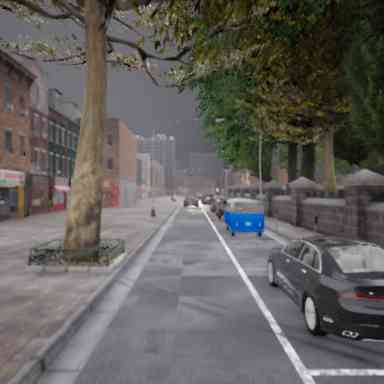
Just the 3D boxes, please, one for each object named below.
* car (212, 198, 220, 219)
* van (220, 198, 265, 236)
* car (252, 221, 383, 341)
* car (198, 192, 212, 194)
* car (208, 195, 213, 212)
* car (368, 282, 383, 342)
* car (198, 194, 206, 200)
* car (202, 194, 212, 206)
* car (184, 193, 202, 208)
[{"bbox_3d":[2.964,1.360,27.573,1.837,1.490,4.892,0,0,0],"label":"car"},{"bbox_3d":[2.616,1.247,17.294,1.690,1.788,3.998,1,0,0],"label":"van"},{"bbox_3d":[2.637,1.513,6.396,2.008,1.369,4.403,1,0,0],"label":"car"},{"bbox_3d":[2.533,1.063,55.440,2.192,1.841,5.009,1,0,0],"label":"car"},{"bbox_3d":[2.953,1.350,34.574,1.812,1.442,4.674,0,0,0],"label":"car"},{"bbox_3d":[2.648,1.559,0.947,1.947,1.339,4.313,1,0,0],"label":"car"},{"bbox_3d":[2.473,1.229,81.871,1.887,1.381,4.507,1,0,0],"label":"car"},{"bbox_3d":[2.542,1.347,49.992,1.802,1.307,4.206,1,0,0],"label":"car"},{"bbox_3d":[-0.083,1.283,44.470,2.128,1.511,4.902,0,0,0],"label":"car"}]
